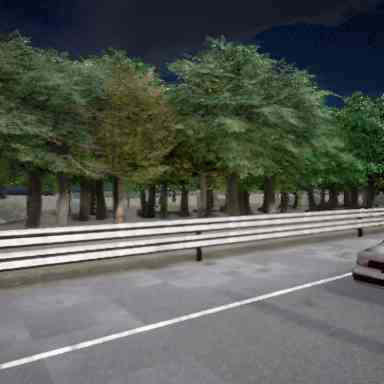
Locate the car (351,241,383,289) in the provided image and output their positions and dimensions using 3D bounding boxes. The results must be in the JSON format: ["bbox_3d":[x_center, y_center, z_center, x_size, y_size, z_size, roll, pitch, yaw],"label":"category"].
[{"bbox_3d":[6.007,1.545,8.026,5.357,1.411,2.033,0,0,-35],"label":"car"}]
